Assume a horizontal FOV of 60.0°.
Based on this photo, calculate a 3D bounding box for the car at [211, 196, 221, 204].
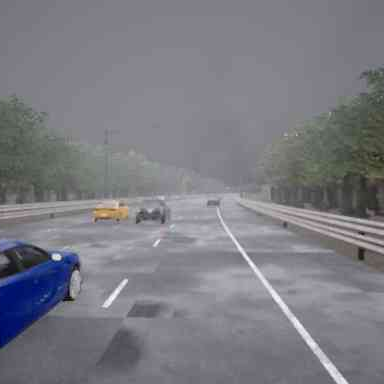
[{"bbox_3d":[4.819,1.560,67.297,1.801,1.575,5.366,0,0,6],"label":"car"}]

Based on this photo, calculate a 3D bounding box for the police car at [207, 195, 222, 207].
[{"bbox_3d":[3.283,1.487,51.538,1.930,1.638,5.238,0,0,5],"label":"police car"}]

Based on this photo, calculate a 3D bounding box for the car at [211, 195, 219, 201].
[{"bbox_3d":[5.967,1.531,85.514,1.837,1.490,4.892,0,0,8],"label":"car"}]

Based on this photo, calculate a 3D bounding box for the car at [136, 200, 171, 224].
[{"bbox_3d":[-2.818,1.358,25.117,2.097,1.767,4.553,0,0,2],"label":"car"}]

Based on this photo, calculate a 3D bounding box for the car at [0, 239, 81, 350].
[{"bbox_3d":[-3.343,1.477,5.255,1.882,1.535,5.008,0,0,1],"label":"car"}]

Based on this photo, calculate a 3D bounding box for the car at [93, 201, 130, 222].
[{"bbox_3d":[-6.268,1.482,26.490,1.882,1.535,5.008,0,0,2],"label":"car"}]
